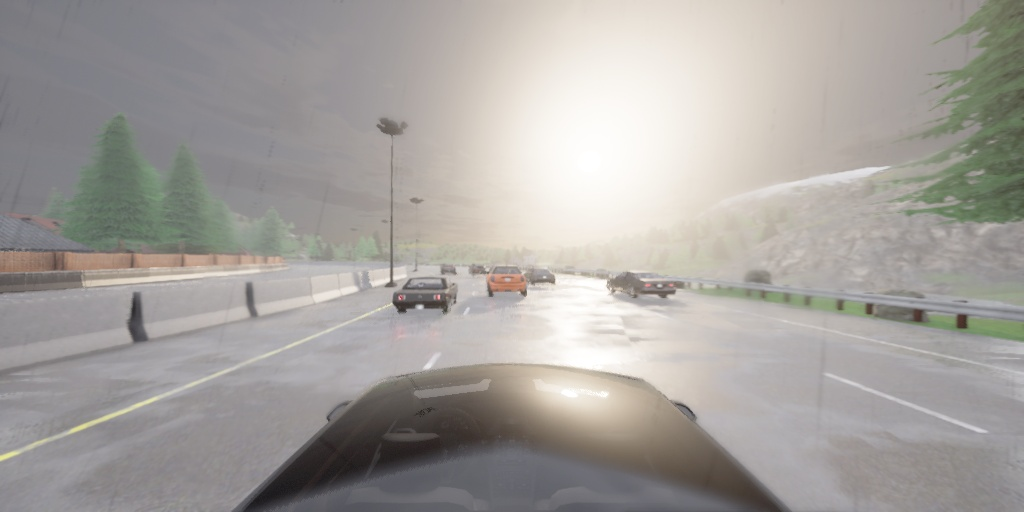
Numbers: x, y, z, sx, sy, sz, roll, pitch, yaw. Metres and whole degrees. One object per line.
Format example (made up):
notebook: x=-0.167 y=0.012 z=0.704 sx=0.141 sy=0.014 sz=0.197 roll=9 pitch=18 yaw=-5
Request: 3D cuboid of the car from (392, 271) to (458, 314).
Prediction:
car: x=-3.284 y=1.476 z=14.534 sx=1.895 sy=1.301 sz=4.718 roll=0 pitch=-1 yaw=-3

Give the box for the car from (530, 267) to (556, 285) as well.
car: x=2.189 y=1.599 z=29.256 sx=1.994 sy=1.385 sz=4.181 roll=0 pitch=-1 yaw=-8

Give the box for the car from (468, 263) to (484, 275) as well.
car: x=-4.484 y=1.701 z=46.184 sx=1.837 sy=1.490 sz=4.892 roll=1 pitch=-1 yaw=-14

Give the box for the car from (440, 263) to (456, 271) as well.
car: x=-8.749 y=1.705 z=48.754 sx=2.128 sy=1.511 sz=4.902 roll=1 pitch=-1 yaw=-15

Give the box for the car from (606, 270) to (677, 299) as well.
car: x=6.887 y=1.493 z=19.713 sx=2.033 sy=1.411 sz=5.357 roll=0 pitch=-1 yaw=-5

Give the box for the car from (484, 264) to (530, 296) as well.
car: x=-0.428 y=1.298 z=21.107 sx=2.097 sy=1.767 sz=4.553 roll=0 pitch=-1 yaw=-5
